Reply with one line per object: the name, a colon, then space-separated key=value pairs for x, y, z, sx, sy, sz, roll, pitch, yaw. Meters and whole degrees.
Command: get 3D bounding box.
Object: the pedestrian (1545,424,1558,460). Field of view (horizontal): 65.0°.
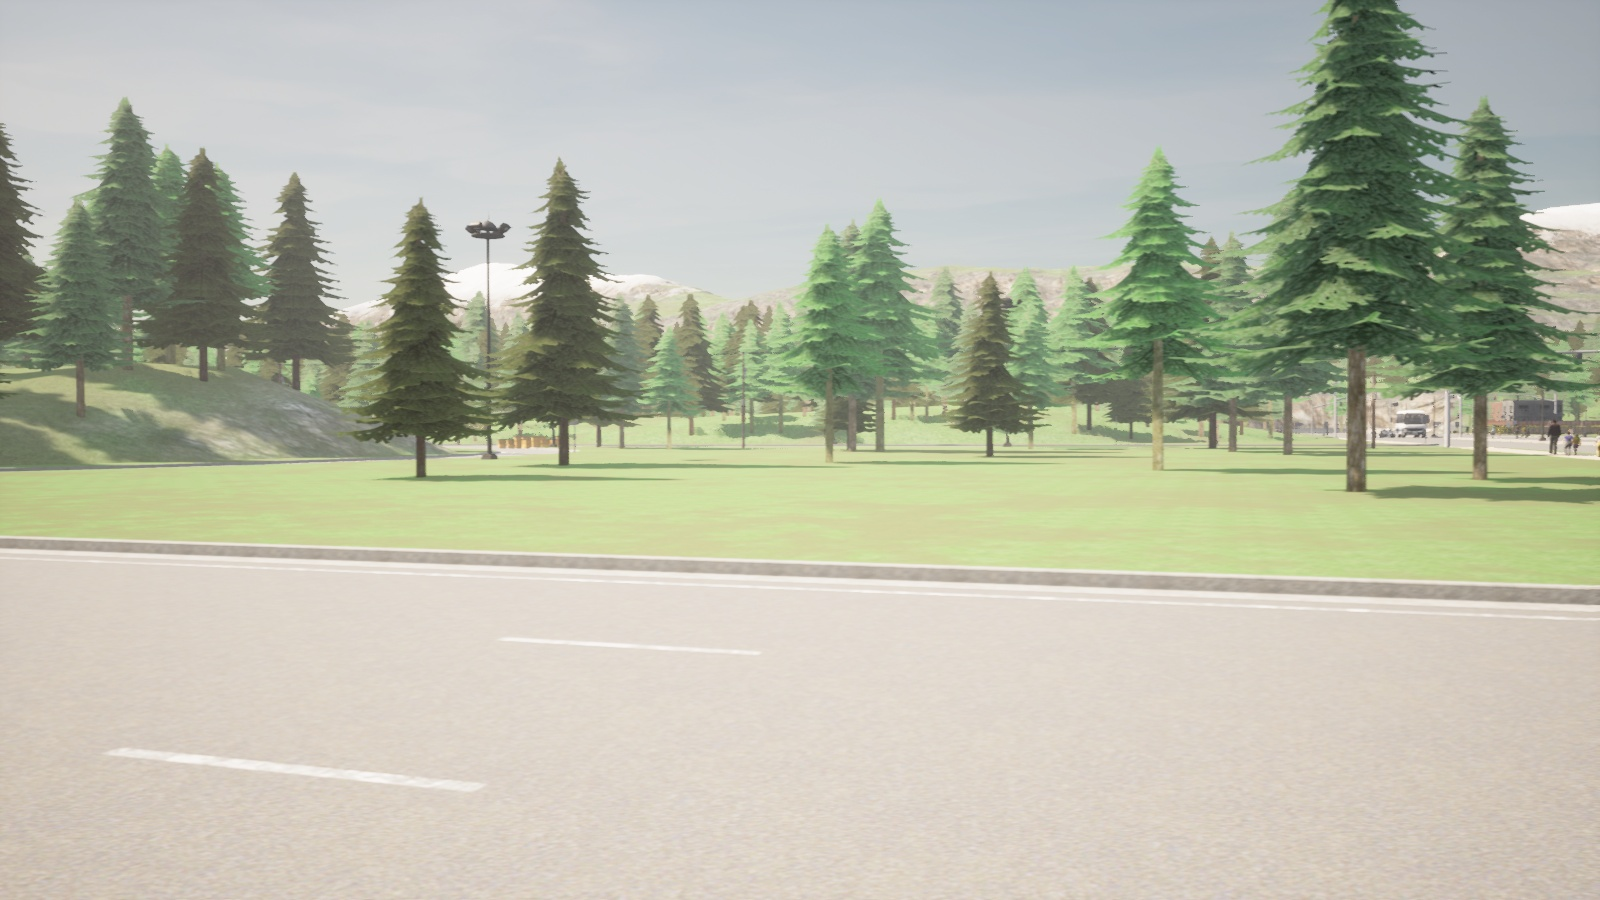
pedestrian: x=38.099 y=-0.411 z=63.655 sx=0.431 sy=1.840 sz=0.703 roll=1 pitch=1 yaw=18
